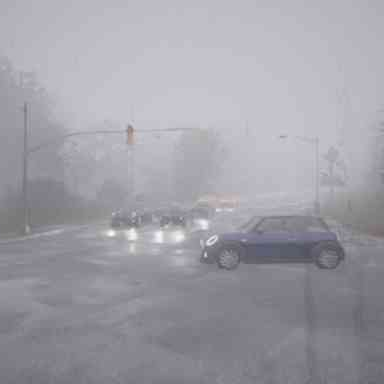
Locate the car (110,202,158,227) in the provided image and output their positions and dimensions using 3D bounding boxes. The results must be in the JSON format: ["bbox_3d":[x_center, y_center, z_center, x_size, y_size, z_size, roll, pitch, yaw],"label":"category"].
[{"bbox_3d":[-4.492,1.629,25.535,2.097,1.767,4.553,0,0,12],"label":"car"}]

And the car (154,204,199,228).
[{"bbox_3d":[-1.042,1.872,25.086,1.895,1.301,4.718,0,0,12],"label":"car"}]

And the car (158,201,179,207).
[{"bbox_3d":[-2.461,1.704,34.079,1.837,1.490,4.892,0,1,15],"label":"car"}]

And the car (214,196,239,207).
[{"bbox_3d":[5.037,1.254,45.633,1.882,1.535,5.008,0,2,22],"label":"car"}]

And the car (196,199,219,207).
[{"bbox_3d":[1.109,1.776,33.957,1.895,1.301,4.718,0,1,16],"label":"car"}]

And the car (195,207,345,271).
[{"bbox_3d":[2.484,1.497,11.042,4.553,1.767,2.097,0,-1,-1],"label":"car"}]

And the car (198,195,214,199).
[{"bbox_3d":[2.135,1.228,47.761,1.882,1.535,5.008,0,3,22],"label":"car"}]
